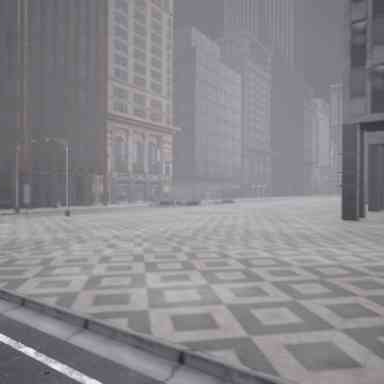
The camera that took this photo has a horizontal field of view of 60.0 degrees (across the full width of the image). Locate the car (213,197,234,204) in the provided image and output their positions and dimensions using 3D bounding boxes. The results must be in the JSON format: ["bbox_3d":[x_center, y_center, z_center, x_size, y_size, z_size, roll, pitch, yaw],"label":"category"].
[{"bbox_3d":[5.918,1.597,62.199,2.033,1.411,5.357,1,1,35],"label":"car"}]

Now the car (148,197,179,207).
[{"bbox_3d":[-4.780,1.574,52.379,2.128,1.511,4.902,1,1,36],"label":"car"}]

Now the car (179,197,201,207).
[{"bbox_3d":[-0.419,1.588,53.150,2.128,1.511,4.902,1,1,36],"label":"car"}]
